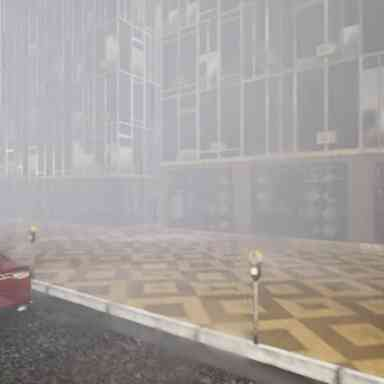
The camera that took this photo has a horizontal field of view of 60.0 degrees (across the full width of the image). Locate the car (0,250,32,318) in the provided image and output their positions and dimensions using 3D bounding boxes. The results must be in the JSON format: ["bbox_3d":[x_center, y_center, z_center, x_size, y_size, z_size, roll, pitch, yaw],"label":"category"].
[{"bbox_3d":[-4.855,1.535,6.340,4.507,1.381,1.887,0,0,35],"label":"car"}]
